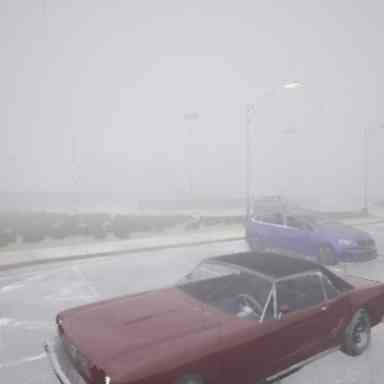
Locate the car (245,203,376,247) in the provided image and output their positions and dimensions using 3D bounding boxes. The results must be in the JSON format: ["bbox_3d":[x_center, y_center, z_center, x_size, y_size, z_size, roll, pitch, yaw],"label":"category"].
[{"bbox_3d":[4.061,1.444,11.953,2.242,1.667,4.611,0,0,-35],"label":"car"}]

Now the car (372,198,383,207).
[{"bbox_3d":[26.132,1.347,43.973,1.784,1.438,3.905,0,0,-35],"label":"car"}]

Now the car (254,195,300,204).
[{"bbox_3d":[7.869,1.223,30.864,1.932,1.855,4.605,0,0,-35],"label":"car"}]

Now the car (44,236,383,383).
[{"bbox_3d":[0.661,1.591,4.465,4.718,1.301,1.895,0,0,-36],"label":"car"}]
